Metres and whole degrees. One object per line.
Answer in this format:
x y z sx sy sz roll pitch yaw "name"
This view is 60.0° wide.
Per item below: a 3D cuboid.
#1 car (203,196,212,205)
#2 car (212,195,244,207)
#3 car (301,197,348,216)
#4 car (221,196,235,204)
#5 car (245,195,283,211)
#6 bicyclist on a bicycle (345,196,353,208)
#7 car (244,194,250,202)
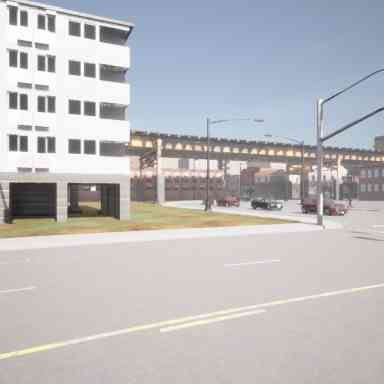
2.916 1.505 59.907 1.837 1.490 4.892 0 0 -1 "car"
5.367 1.478 50.095 1.882 1.535 5.008 0 0 -22 "car"
13.110 1.352 33.080 2.097 1.767 4.553 0 0 -25 "car"
7.349 1.491 66.747 2.128 1.511 4.902 0 0 14 "car"
9.244 1.491 41.354 2.128 1.511 4.902 0 0 -25 "car"
20.436 1.303 43.310 1.656 1.620 0.582 0 0 -25 "bicyclist on a bicycle"
11.879 1.525 75.701 2.128 1.511 4.902 0 0 41 "car"
